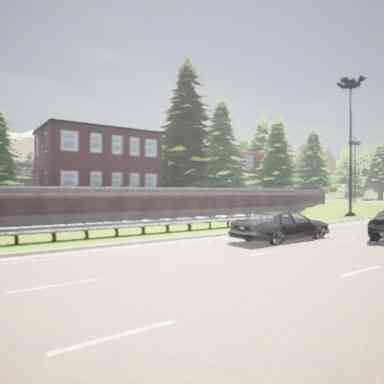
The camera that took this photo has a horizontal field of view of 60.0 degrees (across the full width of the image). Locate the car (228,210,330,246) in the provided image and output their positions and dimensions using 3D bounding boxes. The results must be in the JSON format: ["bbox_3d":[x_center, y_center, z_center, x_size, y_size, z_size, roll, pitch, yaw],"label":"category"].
[{"bbox_3d":[4.104,1.551,15.300,5.357,1.411,2.033,0,0,-36],"label":"car"}]

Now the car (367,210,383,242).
[{"bbox_3d":[9.838,1.512,15.252,4.892,1.490,1.837,0,0,-38],"label":"car"}]
